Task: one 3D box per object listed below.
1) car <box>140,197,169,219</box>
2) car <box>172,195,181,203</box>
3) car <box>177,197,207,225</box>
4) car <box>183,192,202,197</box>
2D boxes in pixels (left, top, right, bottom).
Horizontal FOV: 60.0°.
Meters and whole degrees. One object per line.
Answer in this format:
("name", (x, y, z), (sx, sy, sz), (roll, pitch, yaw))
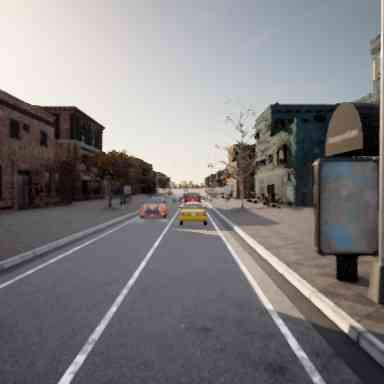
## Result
("car", (-3.104, 1.241, 28.146), (2.097, 1.767, 4.553), (0, 0, 0))
("car", (-3.022, 1.424, 68.526), (2.128, 1.511, 4.902), (0, 0, 0))
("car", (0.093, 1.368, 23.450), (1.801, 1.575, 5.366), (0, 0, 0))
("car", (0.087, 1.046, 42.052), (2.150, 2.045, 5.566), (0, 0, 0))
